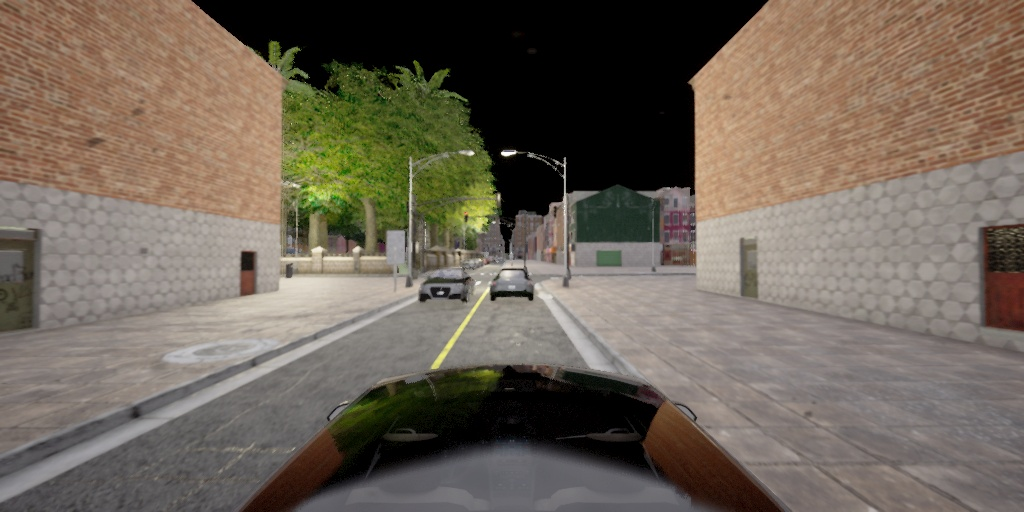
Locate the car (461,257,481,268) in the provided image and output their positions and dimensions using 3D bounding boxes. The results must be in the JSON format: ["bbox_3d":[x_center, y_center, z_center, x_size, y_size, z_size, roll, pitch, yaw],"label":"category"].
[{"bbox_3d":[-5.531,1.114,45.887,2.007,1.370,4.403,0,0,0],"label":"car"}]

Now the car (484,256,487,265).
[{"bbox_3d":[-5.606,1.090,58.472,1.948,1.339,4.313,0,0,0],"label":"car"}]

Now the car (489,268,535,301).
[{"bbox_3d":[0.020,1.244,16.887,1.994,1.385,4.181,0,0,1],"label":"car"}]

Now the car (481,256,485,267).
[{"bbox_3d":[-5.562,1.090,53.022,2.007,1.370,4.403,0,0,0],"label":"car"}]

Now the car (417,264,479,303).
[{"bbox_3d":[-2.784,1.248,16.011,1.994,1.385,4.181,0,0,1],"label":"car"}]
